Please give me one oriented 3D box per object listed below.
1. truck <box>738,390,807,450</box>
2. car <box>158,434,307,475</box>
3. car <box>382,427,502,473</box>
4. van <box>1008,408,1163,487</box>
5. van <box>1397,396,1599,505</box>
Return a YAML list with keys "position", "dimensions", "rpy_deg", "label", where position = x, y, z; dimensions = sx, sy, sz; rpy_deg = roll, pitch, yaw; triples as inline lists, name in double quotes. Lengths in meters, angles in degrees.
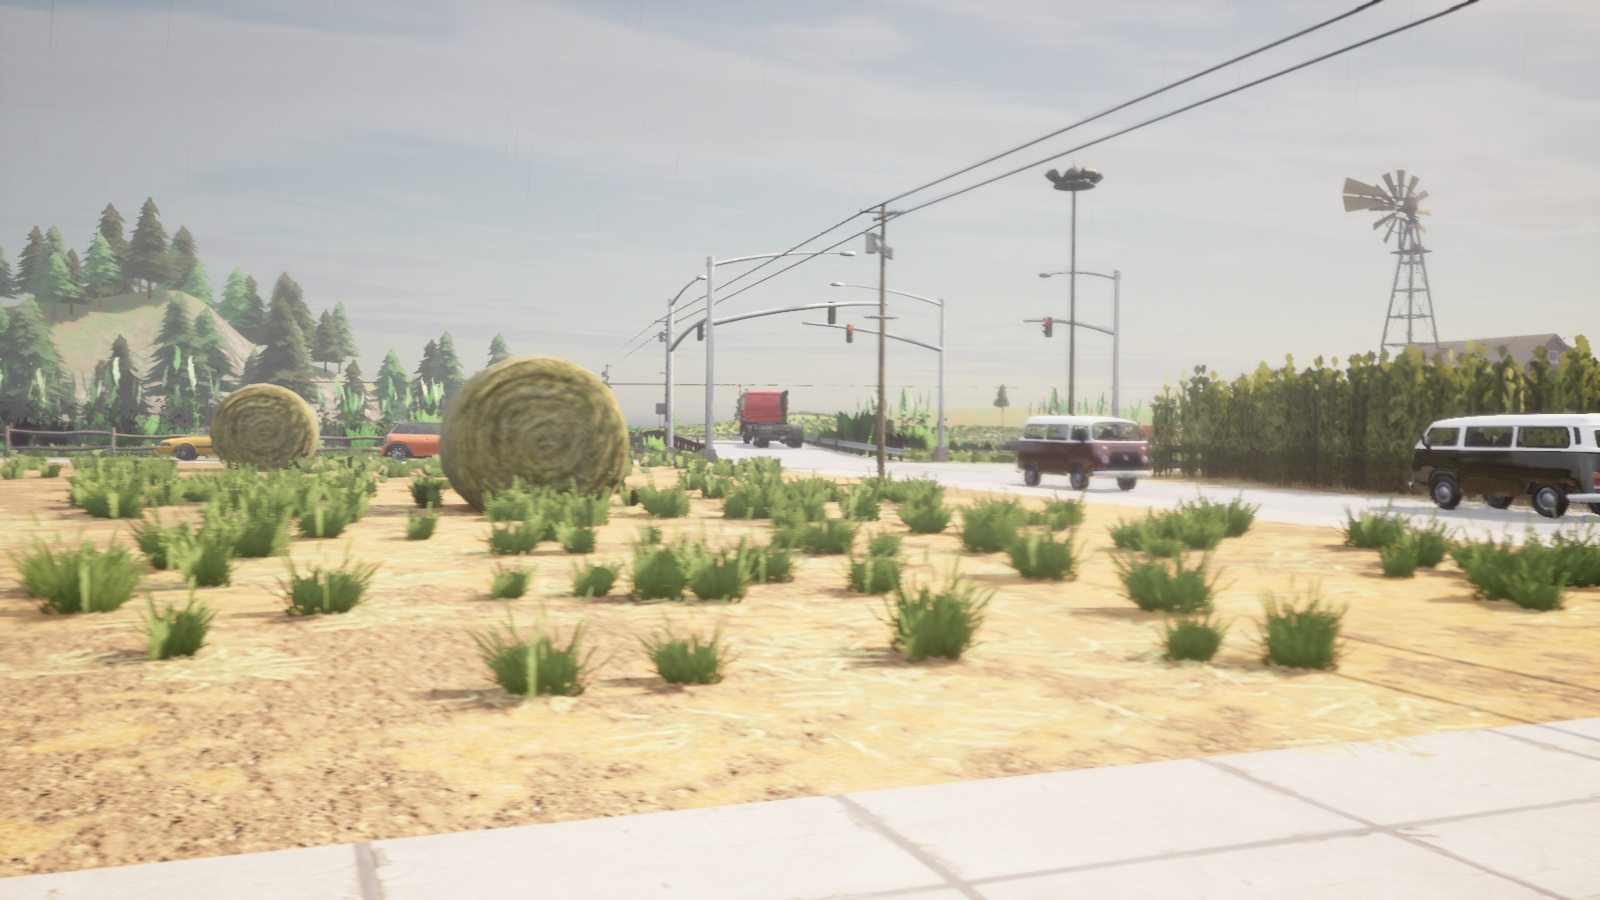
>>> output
- position: [-1.790, -1.946, 77.942]
  dimensions: [2.891, 3.462, 7.936]
  rpy_deg: [-1, 3, -12]
  label: "truck"
- position: [-23.246, 0.140, 51.630]
  dimensions: [5.366, 1.575, 1.801]
  rpy_deg: [-1, 1, -17]
  label: "car"
- position: [-14.437, -0.020, 50.657]
  dimensions: [4.553, 1.767, 2.097]
  rpy_deg: [-1, 1, -17]
  label: "car"
- position: [7.826, -0.105, 34.892]
  dimensions: [2.069, 2.038, 4.480]
  rpy_deg: [-1, 1, -20]
  label: "van"
- position: [14.841, -0.033, 25.811]
  dimensions: [2.069, 2.038, 4.480]
  rpy_deg: [-1, 1, -20]
  label: "van"
